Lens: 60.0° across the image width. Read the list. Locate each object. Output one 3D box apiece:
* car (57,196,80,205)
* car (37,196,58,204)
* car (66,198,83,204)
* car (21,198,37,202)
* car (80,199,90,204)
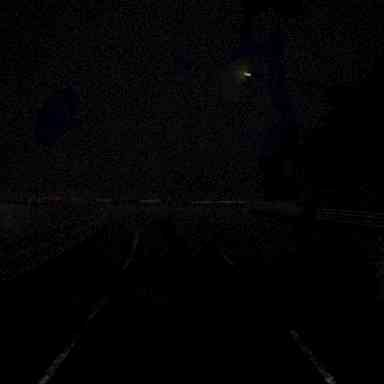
[{"bbox_3d":[-26.508,2.112,71.303,1.837,1.490,4.892,1,-1,-44],"label":"car"},{"bbox_3d":[-33.720,2.160,78.540,5.357,1.411,2.033,0,-1,40],"label":"car"},{"bbox_3d":[-29.964,2.267,84.626,4.674,1.442,1.812,0,-1,40],"label":"car"},{"bbox_3d":[-41.993,2.095,85.332,4.718,1.301,1.895,0,-1,34],"label":"car"},{"bbox_3d":[-24.621,2.196,74.413,2.128,1.511,4.902,1,-1,-44],"label":"car"}]
